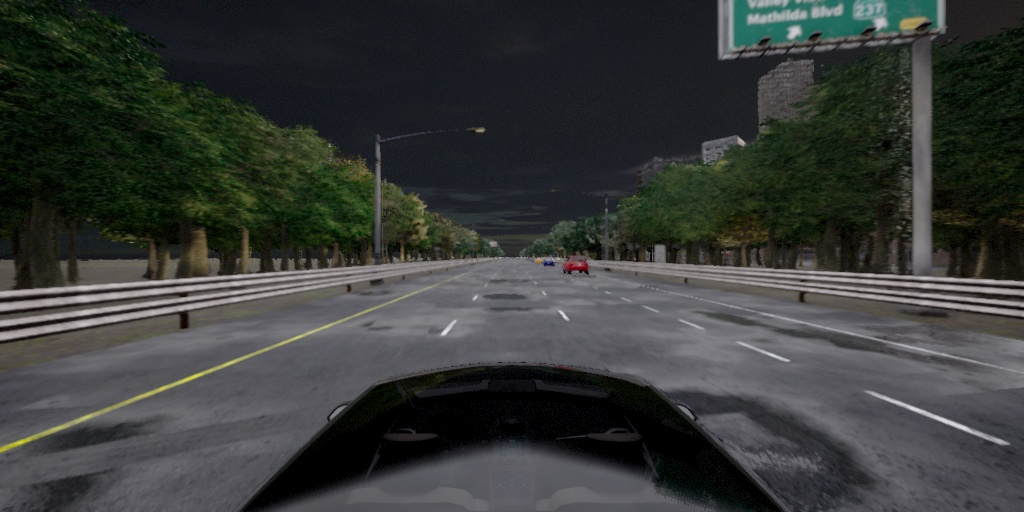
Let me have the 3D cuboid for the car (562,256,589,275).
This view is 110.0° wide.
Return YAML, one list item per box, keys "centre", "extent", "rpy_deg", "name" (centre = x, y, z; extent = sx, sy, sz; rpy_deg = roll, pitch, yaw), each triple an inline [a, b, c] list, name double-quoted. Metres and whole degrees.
- centre: [6.984, 0.991, 39.742]
  extent: [2.150, 2.045, 5.566]
  rpy_deg: [0, 0, 0]
  name: "car"
